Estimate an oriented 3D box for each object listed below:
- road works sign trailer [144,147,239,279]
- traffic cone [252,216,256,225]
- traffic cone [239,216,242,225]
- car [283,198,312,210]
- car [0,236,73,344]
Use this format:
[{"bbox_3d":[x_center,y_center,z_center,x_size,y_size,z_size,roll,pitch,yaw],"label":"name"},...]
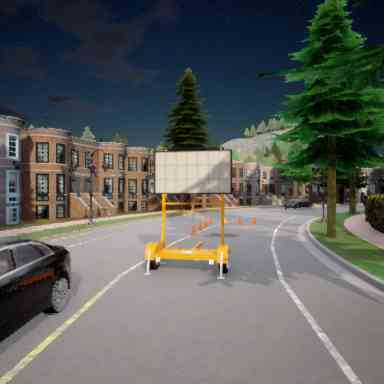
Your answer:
[{"bbox_3d":[0.057,0.464,10.180,2.380,3.560,2.880,0,0,12],"label":"road works sign trailer"},{"bbox_3d":[4.240,1.955,22.582,0.340,0.580,0.340,0,0,12],"label":"traffic cone"},{"bbox_3d":[3.263,1.954,22.789,0.340,0.580,0.340,0,0,12],"label":"traffic cone"},{"bbox_3d":[13.755,1.505,43.146,4.892,1.490,1.837,0,0,-41],"label":"car"},{"bbox_3d":[-3.396,1.491,4.820,2.128,1.511,4.902,0,0,2],"label":"car"}]
